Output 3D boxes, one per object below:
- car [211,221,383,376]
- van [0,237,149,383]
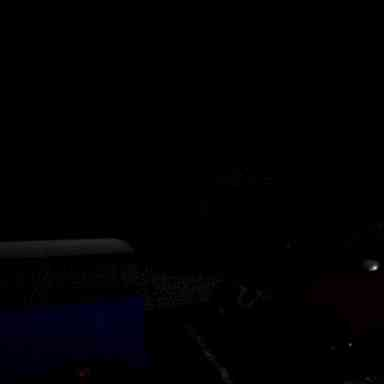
[{"bbox_3d":[2.872,1.454,5.596,5.009,1.841,2.192,0,-2,-16],"label":"car"},{"bbox_3d":[-2.508,1.510,4.095,3.998,1.788,1.690,0,-2,-16],"label":"van"}]
